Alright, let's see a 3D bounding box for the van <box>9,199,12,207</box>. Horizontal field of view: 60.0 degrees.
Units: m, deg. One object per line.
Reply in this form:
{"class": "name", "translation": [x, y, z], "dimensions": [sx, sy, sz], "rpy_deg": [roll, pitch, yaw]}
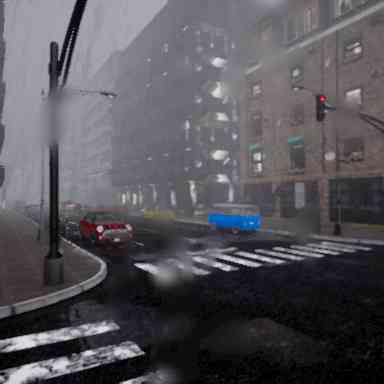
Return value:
{"class": "van", "translation": [-42.603, 2.733, 80.305], "dimensions": [1.690, 1.788, 3.998], "rpy_deg": [0, -1, -31]}

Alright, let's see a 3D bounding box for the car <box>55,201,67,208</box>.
{"class": "car", "translation": [-29.562, 2.788, 74.927], "dimensions": [1.887, 1.381, 4.507], "rpy_deg": [0, -1, -31]}

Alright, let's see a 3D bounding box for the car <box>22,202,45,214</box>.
{"class": "car", "translation": [-22.105, 2.378, 46.380], "dimensions": [1.802, 1.307, 4.206], "rpy_deg": [0, -1, -31]}

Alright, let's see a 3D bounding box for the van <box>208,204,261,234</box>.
{"class": "van", "translation": [2.644, 1.678, 21.629], "dimensions": [1.690, 1.788, 3.998], "rpy_deg": [0, -1, -31]}

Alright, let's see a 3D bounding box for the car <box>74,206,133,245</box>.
{"class": "car", "translation": [-4.539, 1.752, 17.310], "dimensions": [1.967, 1.590, 4.097], "rpy_deg": [0, -1, -31]}

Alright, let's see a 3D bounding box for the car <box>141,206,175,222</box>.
{"class": "car", "translation": [-3.299, 2.018, 31.462], "dimensions": [1.752, 1.417, 4.829], "rpy_deg": [0, -1, -31]}

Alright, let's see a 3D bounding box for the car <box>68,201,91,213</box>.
{"class": "car", "translation": [-15.130, 2.301, 45.939], "dimensions": [2.033, 1.411, 5.357], "rpy_deg": [0, -1, -31]}

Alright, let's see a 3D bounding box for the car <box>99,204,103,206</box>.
{"class": "car", "translation": [-11.994, 2.281, 45.851], "dimensions": [1.887, 1.381, 4.507], "rpy_deg": [0, -1, -31]}

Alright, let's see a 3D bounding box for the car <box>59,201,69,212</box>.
{"class": "car", "translation": [-20.093, 2.247, 54.054], "dimensions": [2.097, 1.767, 4.553], "rpy_deg": [0, -1, -31]}

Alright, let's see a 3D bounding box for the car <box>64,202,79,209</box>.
{"class": "car", "translation": [-23.706, 2.625, 65.235], "dimensions": [2.008, 1.369, 4.403], "rpy_deg": [0, -1, -31]}

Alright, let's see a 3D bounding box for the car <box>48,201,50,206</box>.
{"class": "car", "translation": [-32.490, 2.770, 79.772], "dimensions": [1.967, 1.590, 4.097], "rpy_deg": [0, -1, -31]}

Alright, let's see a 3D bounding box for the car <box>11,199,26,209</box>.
{"class": "car", "translation": [-33.819, 2.449, 65.768], "dimensions": [2.192, 1.841, 5.009], "rpy_deg": [0, -1, -31]}

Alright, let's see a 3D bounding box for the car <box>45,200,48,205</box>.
{"class": "car", "translation": [-35.418, 2.999, 84.617], "dimensions": [1.802, 1.307, 4.206], "rpy_deg": [0, -1, -31]}

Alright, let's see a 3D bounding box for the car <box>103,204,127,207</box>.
{"class": "car", "translation": [-9.066, 2.197, 41.006], "dimensions": [1.887, 1.381, 4.507], "rpy_deg": [0, -1, -31]}

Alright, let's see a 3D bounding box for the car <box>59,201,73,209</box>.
{"class": "car", "translation": [-26.634, 2.709, 70.081], "dimensions": [2.008, 1.369, 4.403], "rpy_deg": [0, -1, -31]}
